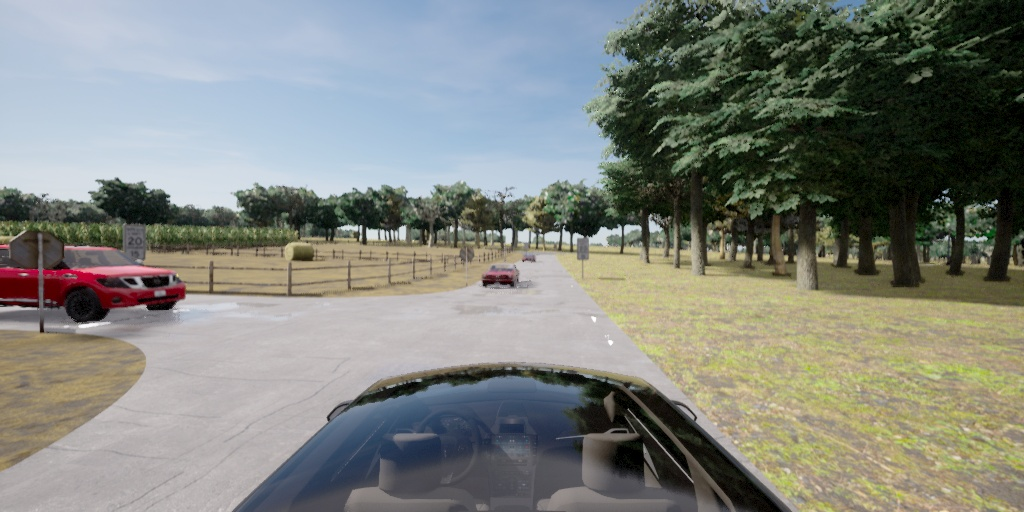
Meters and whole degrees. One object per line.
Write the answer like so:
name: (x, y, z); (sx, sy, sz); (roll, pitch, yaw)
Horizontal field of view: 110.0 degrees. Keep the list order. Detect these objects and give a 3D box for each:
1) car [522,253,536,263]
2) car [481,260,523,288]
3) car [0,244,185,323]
car: (2.577, 0.273, 54.262); (1.994, 1.385, 4.181); (0, 2, 6)
car: (-0.591, 1.123, 21.539); (1.895, 1.301, 4.718); (0, 1, 6)
car: (-12.910, 0.690, 10.504); (5.566, 2.045, 2.150); (1, 1, 3)
